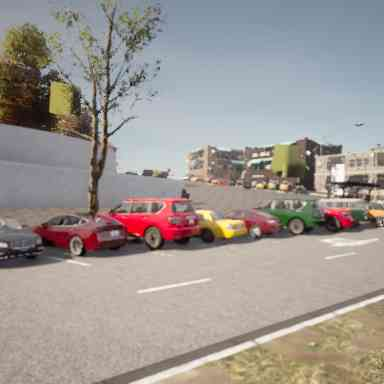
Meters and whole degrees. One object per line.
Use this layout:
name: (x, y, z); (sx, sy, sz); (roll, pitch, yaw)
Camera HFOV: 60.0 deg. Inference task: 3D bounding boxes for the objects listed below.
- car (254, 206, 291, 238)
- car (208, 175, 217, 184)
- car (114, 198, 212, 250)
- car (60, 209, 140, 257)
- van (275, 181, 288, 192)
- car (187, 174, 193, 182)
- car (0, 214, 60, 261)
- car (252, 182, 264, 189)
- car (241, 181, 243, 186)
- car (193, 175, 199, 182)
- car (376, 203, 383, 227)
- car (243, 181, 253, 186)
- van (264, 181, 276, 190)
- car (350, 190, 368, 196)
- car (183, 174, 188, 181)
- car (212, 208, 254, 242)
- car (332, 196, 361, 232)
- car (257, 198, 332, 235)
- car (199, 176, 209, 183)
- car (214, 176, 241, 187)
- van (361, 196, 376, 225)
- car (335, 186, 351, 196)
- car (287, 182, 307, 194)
car: (2.695, 1.662, 18.411); (4.674, 1.452, 2.002); (-1, -1, 35)
car: (6.880, -2.695, 83.524); (1.946, 1.575, 5.366); (7, 3, 34)
car: (-2.230, 1.308, 14.958); (5.566, 2.045, 2.435); (-1, -1, 35)
car: (-4.677, 1.557, 13.213); (4.792, 1.488, 2.163); (-1, -1, 35)
van: (18.846, -1.013, 66.017); (1.878, 1.987, 4.442); (8, 3, 35)
car: (1.514, -3.606, 90.726); (2.185, 1.767, 4.553); (4, 0, 34)
car: (-7.097, 1.500, 11.467); (4.892, 1.521, 2.231); (-1, -1, 35)
car: (15.546, -1.331, 71.222); (1.946, 1.575, 5.366); (7, 3, 35)
car: (11.977, -1.837, 76.008); (2.002, 1.452, 4.674); (7, 3, 35)
car: (3.241, -3.371, 88.254); (2.185, 1.767, 4.553); (6, 2, 34)
car: (12.586, 1.625, 25.291); (4.553, 1.767, 2.185); (-1, -1, 35)
car: (13.717, -1.564, 73.544); (2.002, 1.452, 4.674); (7, 3, 35)
van: (17.120, -1.286, 68.490); (1.878, 1.987, 4.442); (8, 3, 35)
car: (27.492, 0.614, 53.786); (2.002, 1.452, 4.674); (7, 3, 35)
car: (-0.255, -3.884, 93.075); (2.435, 2.045, 5.566); (1, -2, 34)
car: (0.088, 1.589, 16.784); (5.366, 1.575, 1.946); (-1, -1, 35)
car: (7.638, 1.435, 21.873); (5.566, 2.045, 2.435); (-1, -2, 35)
car: (5.125, 1.403, 20.169); (5.566, 2.045, 2.435); (-1, -1, 35)
car: (5.034, -3.219, 85.787); (2.435, 2.045, 5.566); (7, 3, 34)
car: (7.108, -1.773, 67.316); (1.994, 1.385, 4.181); (3, 4, -35)
van: (10.177, 1.492, 23.542); (4.442, 1.987, 1.878); (-1, -2, 35)
car: (25.806, 0.052, 56.262); (2.435, 2.045, 5.566); (7, 3, 35)
car: (20.602, -0.514, 63.652); (2.231, 1.521, 4.892); (7, 3, 35)
